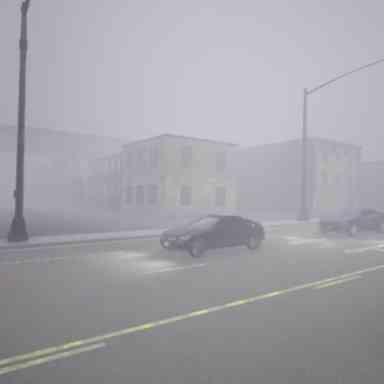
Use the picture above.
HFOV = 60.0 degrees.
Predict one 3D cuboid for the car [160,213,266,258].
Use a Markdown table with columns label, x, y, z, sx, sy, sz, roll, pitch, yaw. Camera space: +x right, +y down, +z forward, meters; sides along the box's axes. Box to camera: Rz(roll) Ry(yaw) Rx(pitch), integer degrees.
| label | x | y | z | sx | sy | sz | roll | pitch | yaw |
| --- | --- | --- | --- | --- | --- | --- | --- | --- | --- |
| car | 0.977 | 1.602 | 13.294 | 4.674 | 1.442 | 1.812 | 0 | 0 | -36 |

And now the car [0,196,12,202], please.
| label | x | y | z | sx | sy | sz | roll | pitch | yaw |
| --- | --- | --- | --- | --- | --- | --- | --- | --- | --- |
| car | -42.746 | 1.622 | 74.546 | 4.536 | 1.218 | 1.853 | 1 | -1 | 25 |

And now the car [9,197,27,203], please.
| label | x | y | z | sx | sy | sz | roll | pitch | yaw |
| --- | --- | --- | --- | --- | --- | --- | --- | --- | --- |
| car | -38.974 | 1.697 | 74.653 | 1.853 | 1.218 | 4.536 | 1 | -1 | -5 |

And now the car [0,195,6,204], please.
| label | x | y | z | sx | sy | sz | roll | pitch | yaw |
| --- | --- | --- | --- | --- | --- | --- | --- | --- | --- |
| car | -42.702 | 1.780 | 74.523 | 4.974 | 1.542 | 2.038 | 1 | -1 | 25 |

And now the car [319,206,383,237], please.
| label | x | y | z | sx | sy | sz | roll | pitch | yaw |
| --- | --- | --- | --- | --- | --- | --- | --- | --- | --- |
| car | 9.373 | 1.616 | 19.286 | 5.008 | 1.535 | 1.882 | 0 | 0 | -36 |

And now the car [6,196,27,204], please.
| label | x | y | z | sx | sy | sz | roll | pitch | yaw |
| --- | --- | --- | --- | --- | --- | --- | --- | --- | --- |
| car | -38.972 | 1.854 | 74.599 | 2.038 | 1.542 | 4.974 | 1 | -1 | -5 |
